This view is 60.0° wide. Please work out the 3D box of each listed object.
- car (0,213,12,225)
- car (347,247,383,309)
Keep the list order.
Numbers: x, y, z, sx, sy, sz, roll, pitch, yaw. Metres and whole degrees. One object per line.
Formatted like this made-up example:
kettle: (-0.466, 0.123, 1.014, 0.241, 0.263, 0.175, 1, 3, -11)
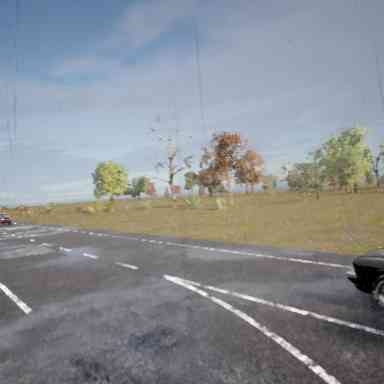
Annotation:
car: (-22.184, 3.142, 38.387, 2.033, 1.411, 5.357, -4, 0, -39)
car: (4.958, 1.274, 4.928, 1.895, 1.301, 4.718, -4, 0, -39)
